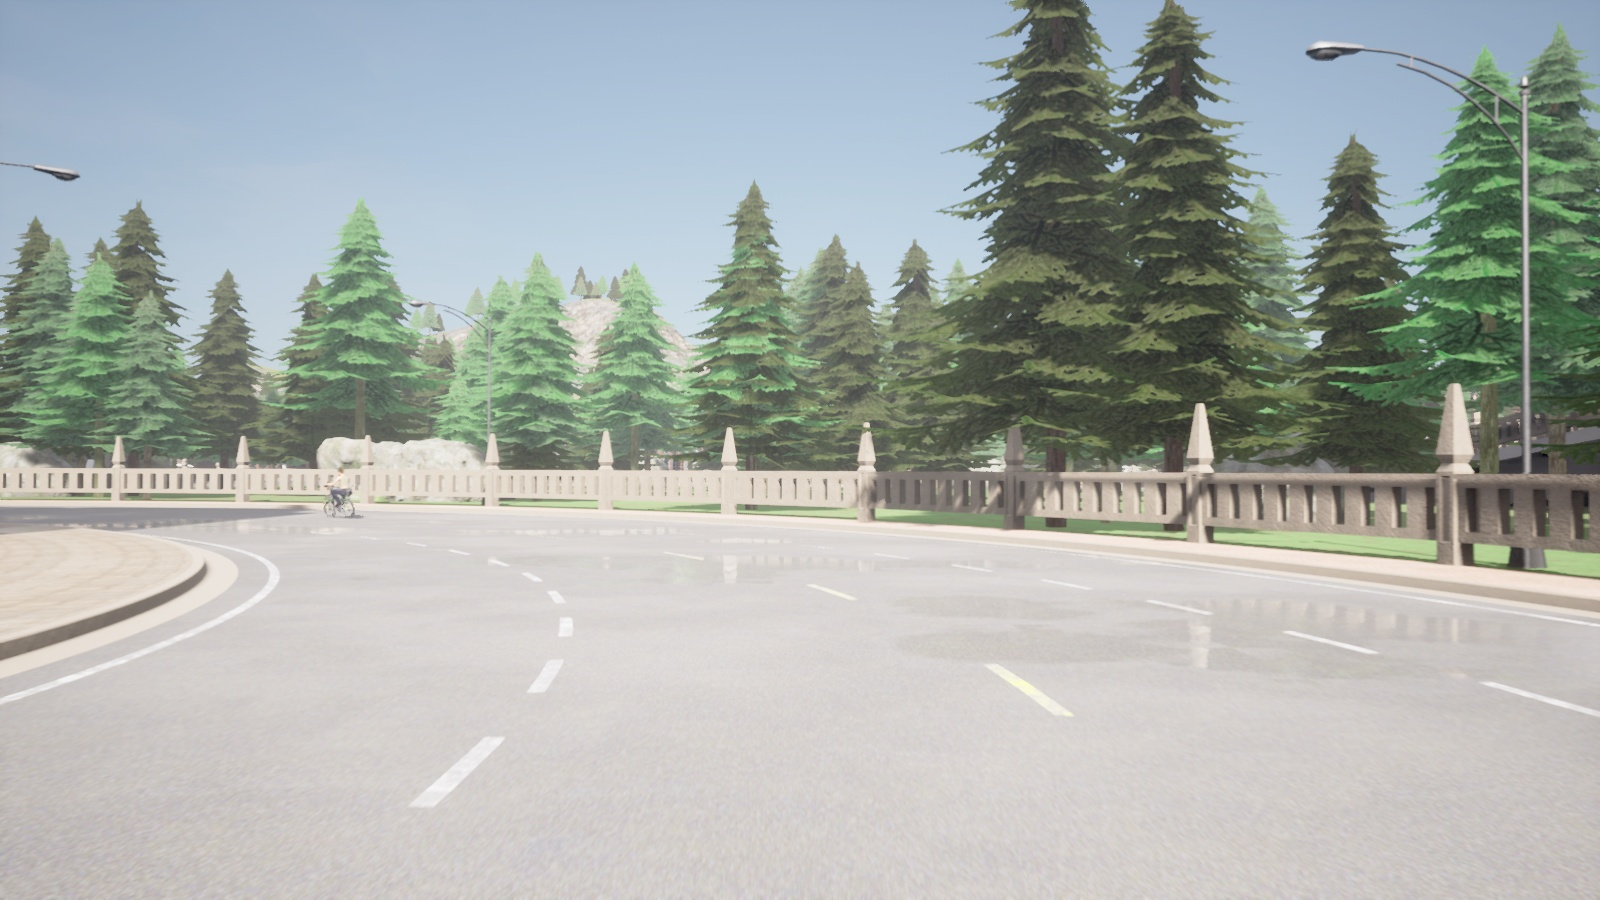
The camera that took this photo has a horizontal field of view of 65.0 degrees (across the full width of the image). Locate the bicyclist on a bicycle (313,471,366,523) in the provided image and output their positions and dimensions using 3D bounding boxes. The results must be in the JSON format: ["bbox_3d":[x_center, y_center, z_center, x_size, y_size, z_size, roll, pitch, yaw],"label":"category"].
[{"bbox_3d":[-14.655,1.479,39.945,1.509,1.612,0.866,-1,-1,34],"label":"bicyclist on a bicycle"}]
